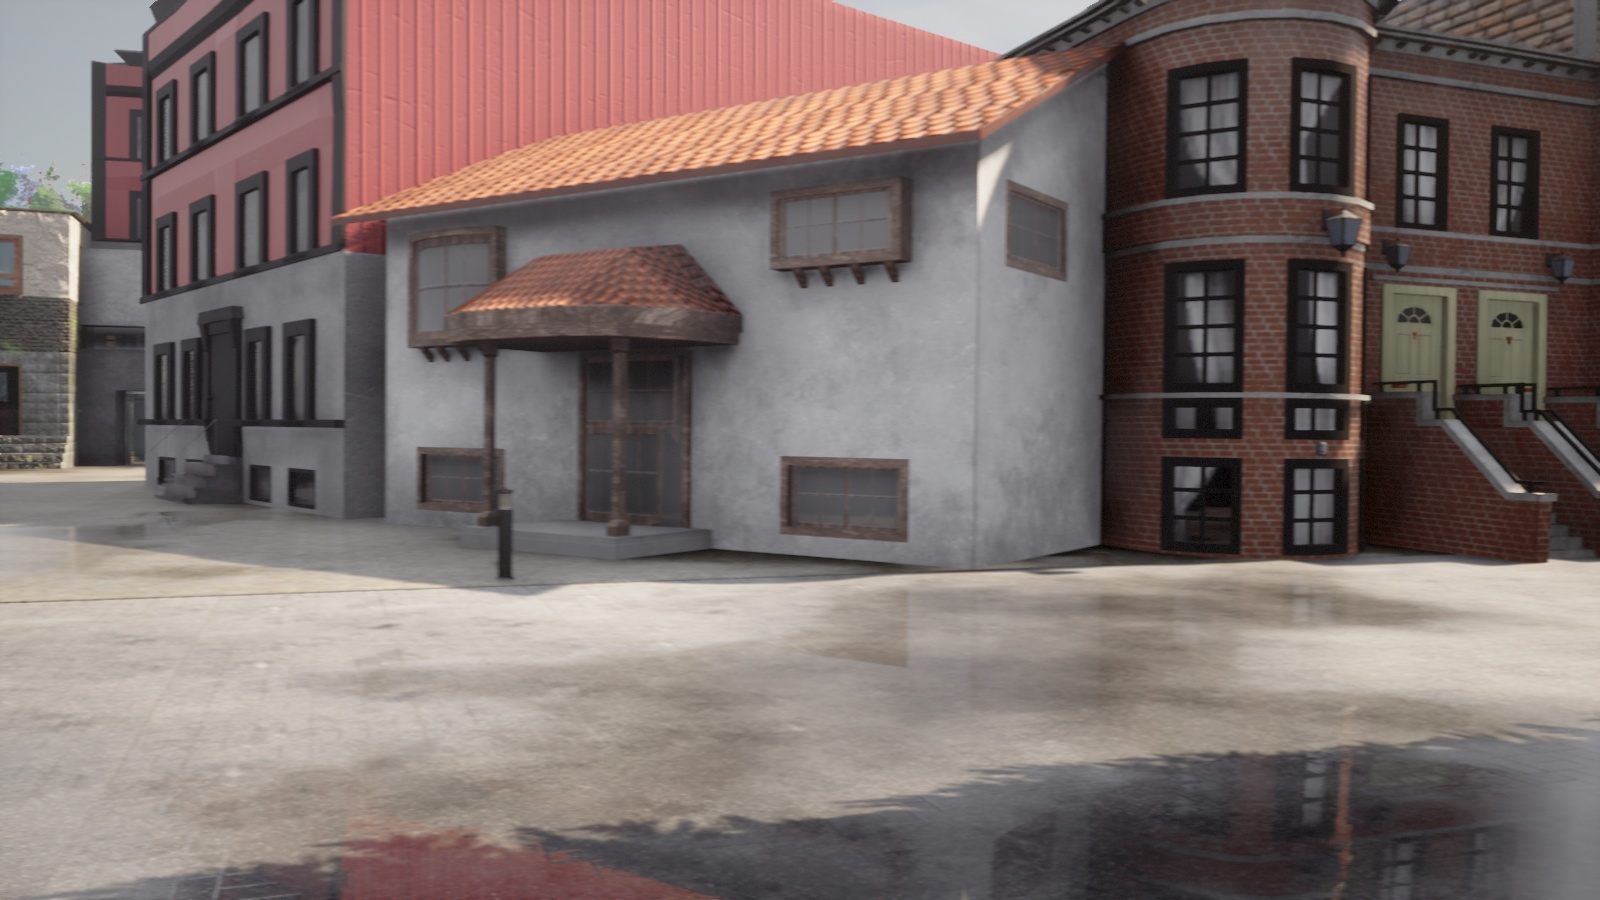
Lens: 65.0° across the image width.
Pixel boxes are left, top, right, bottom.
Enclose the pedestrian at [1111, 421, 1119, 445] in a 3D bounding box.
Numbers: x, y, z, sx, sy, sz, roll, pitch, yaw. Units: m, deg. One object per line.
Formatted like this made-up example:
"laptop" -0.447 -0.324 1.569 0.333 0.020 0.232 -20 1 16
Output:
"pedestrian" 23.930 -1.304 95.475 0.331 1.846 0.636 -1 1 -17
